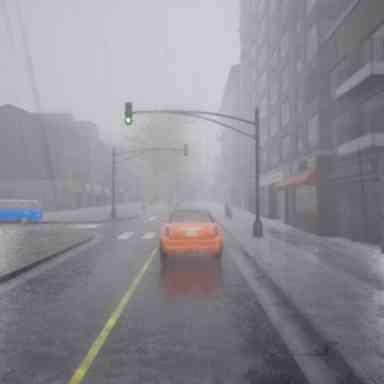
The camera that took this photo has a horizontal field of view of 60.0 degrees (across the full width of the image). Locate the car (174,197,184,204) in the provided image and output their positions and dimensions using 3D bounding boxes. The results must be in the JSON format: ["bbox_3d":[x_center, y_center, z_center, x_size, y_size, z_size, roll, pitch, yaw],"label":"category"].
[{"bbox_3d":[-2.749,1.823,70.297,1.837,1.490,4.892,0,-1,0],"label":"car"}]

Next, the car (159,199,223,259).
[{"bbox_3d":[-0.147,1.316,12.686,2.097,1.767,4.553,0,0,-4],"label":"car"}]

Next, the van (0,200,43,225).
[{"bbox_3d":[-12.925,1.464,24.053,3.998,1.788,1.690,0,-2,0],"label":"van"}]

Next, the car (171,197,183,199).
[{"bbox_3d":[-2.824,1.647,54.673,2.128,1.511,4.902,0,0,0],"label":"car"}]
